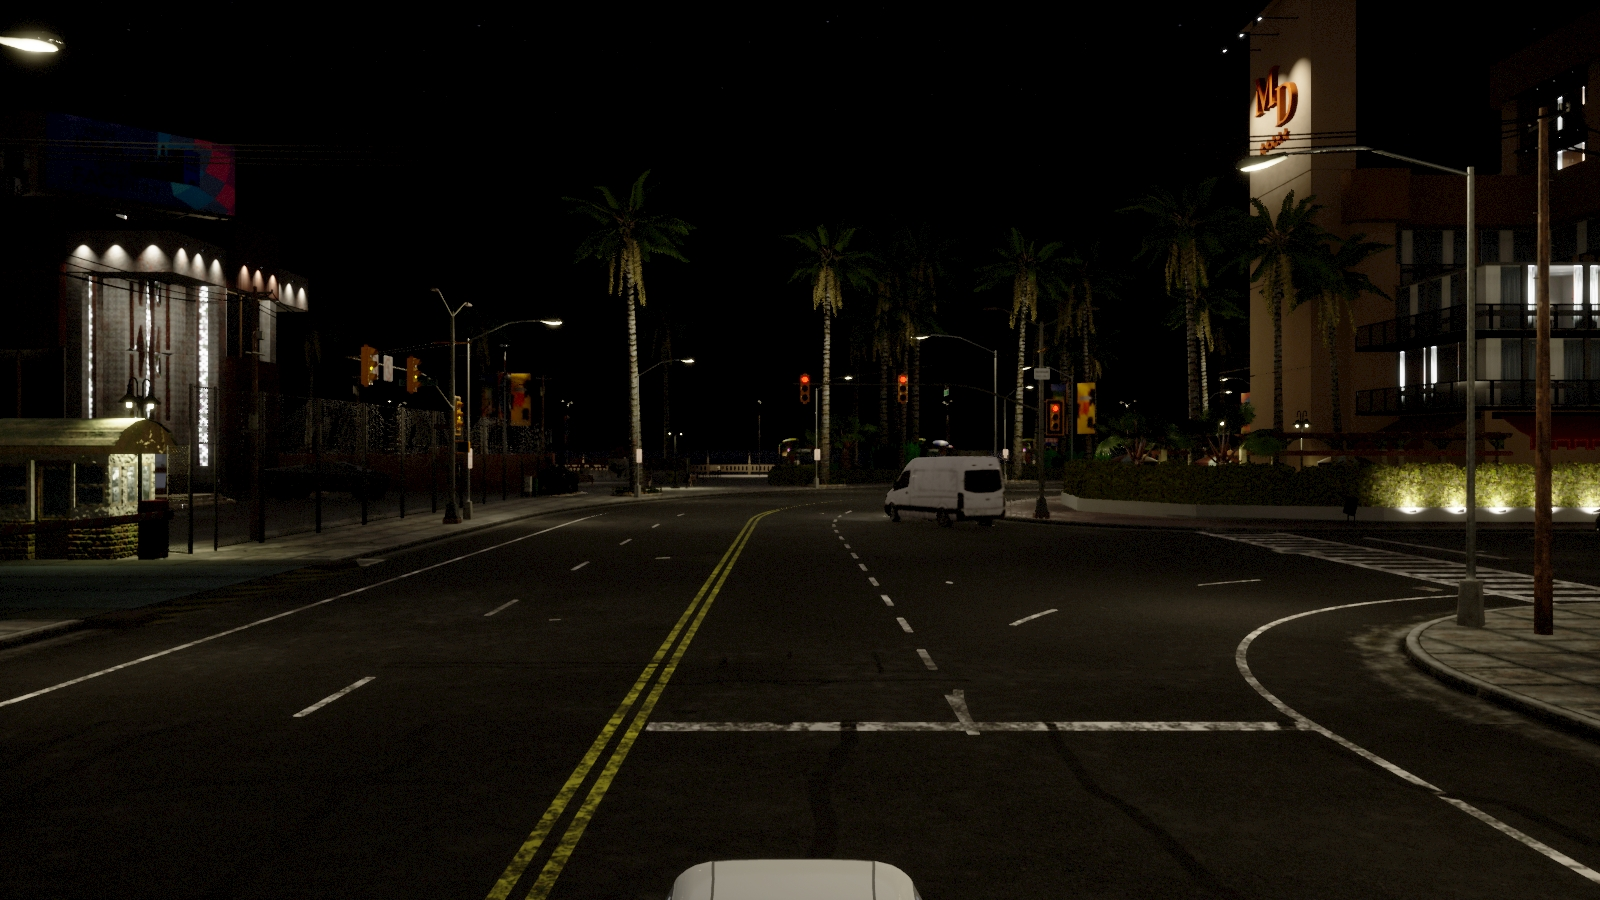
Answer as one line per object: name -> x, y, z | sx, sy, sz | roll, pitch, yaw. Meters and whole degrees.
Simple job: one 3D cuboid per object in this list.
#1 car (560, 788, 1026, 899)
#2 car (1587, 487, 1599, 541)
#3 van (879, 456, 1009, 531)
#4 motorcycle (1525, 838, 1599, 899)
car -> -0.022, 2.120, 3.707 | 1.481, 1.376, 2.207 | 0, 0, 0
car -> 27.253, 1.992, 34.866 | 5.027, 1.651, 2.152 | 0, 0, -1
van -> 5.289, 1.534, 43.034 | 1.988, 2.561, 5.915 | -1, 0, -25
motorcycle -> 3.471, 2.213, 3.817 | 0.803, 1.145, 2.033 | 0, 0, 0
